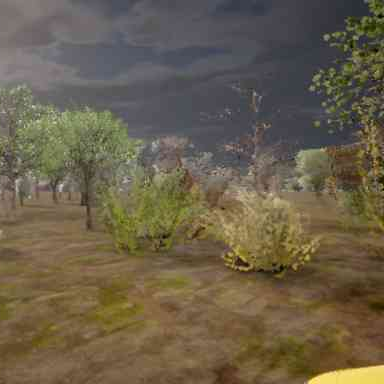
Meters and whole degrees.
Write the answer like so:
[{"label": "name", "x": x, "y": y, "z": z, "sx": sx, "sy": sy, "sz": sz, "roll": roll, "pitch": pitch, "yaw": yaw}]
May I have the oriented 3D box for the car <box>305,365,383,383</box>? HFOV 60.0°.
[{"label": "car", "x": 3.215, "y": 1.447, "z": 1.648, "sx": 5.366, "sy": 1.575, "sz": 1.801, "roll": 0, "pitch": 0, "yaw": 8}]
